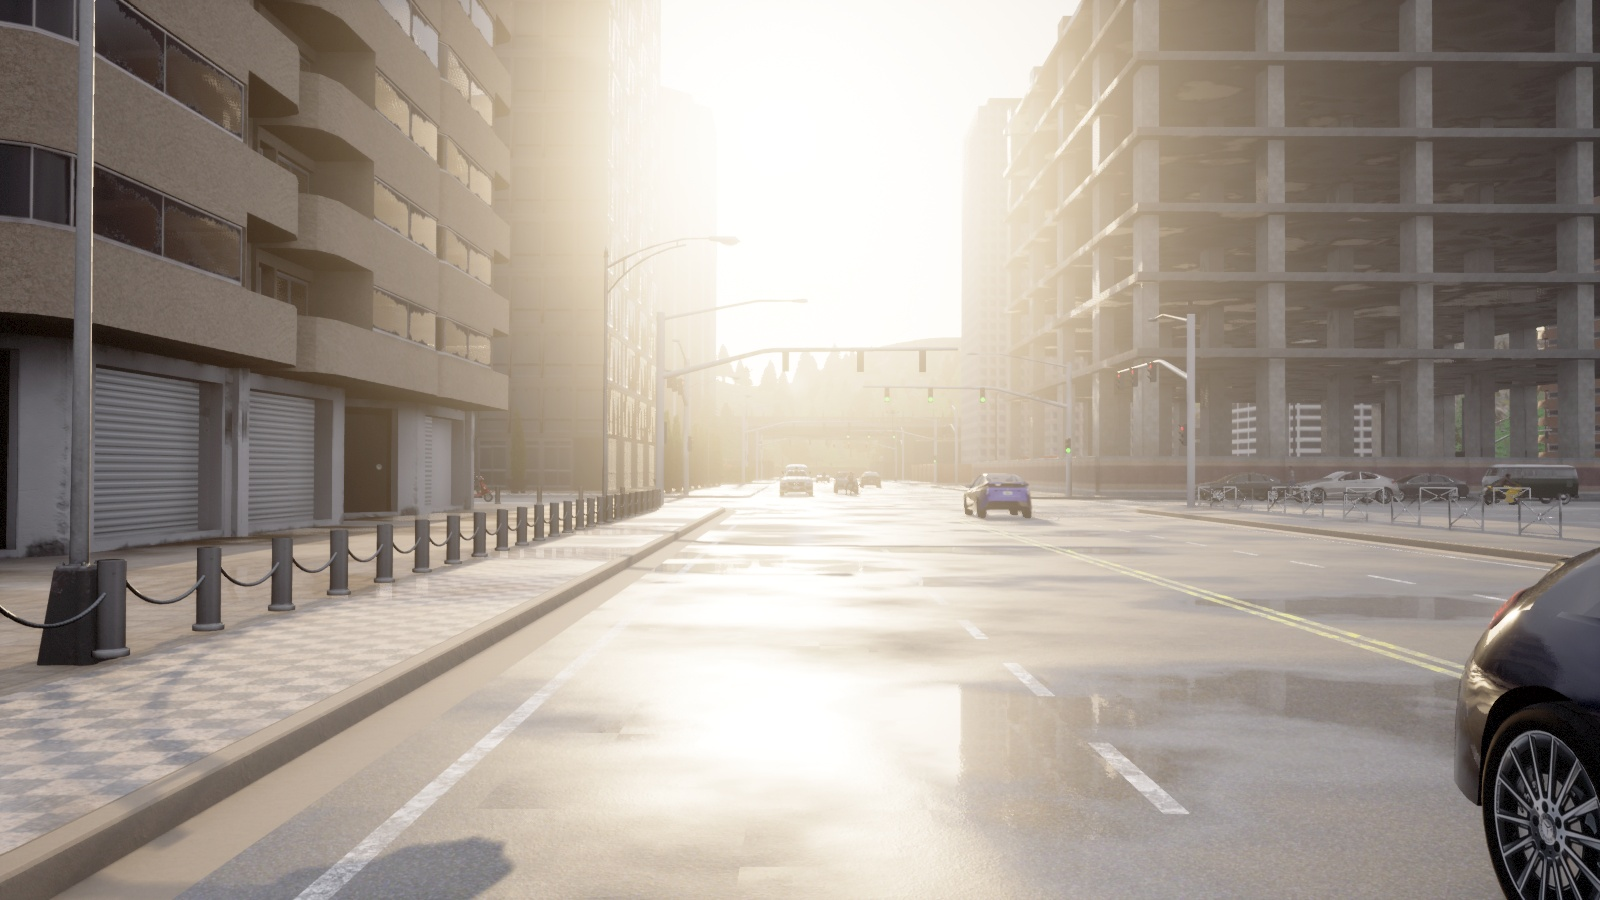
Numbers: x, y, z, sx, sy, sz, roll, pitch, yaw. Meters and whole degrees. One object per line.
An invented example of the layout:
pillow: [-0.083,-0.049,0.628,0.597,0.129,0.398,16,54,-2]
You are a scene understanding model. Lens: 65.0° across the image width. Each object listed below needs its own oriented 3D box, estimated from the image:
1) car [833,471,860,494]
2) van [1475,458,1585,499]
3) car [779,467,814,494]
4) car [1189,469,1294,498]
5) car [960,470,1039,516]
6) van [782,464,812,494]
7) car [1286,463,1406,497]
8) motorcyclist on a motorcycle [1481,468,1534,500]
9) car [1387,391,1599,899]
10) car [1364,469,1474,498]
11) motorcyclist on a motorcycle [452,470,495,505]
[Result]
car: [3.265,2.267,88.743,1.789,1.549,3.705,0,-1,0]
van: [36.441,1.418,62.785,4.442,1.987,1.775,0,-1,0]
car: [-0.211,1.928,79.617,2.152,1.651,5.027,0,-1,0]
car: [23.227,1.780,66.199,4.892,1.490,1.837,0,-1,0]
car: [6.884,1.468,43.832,2.007,1.525,4.514,0,-1,0]
van: [-0.235,2.027,88.835,2.069,2.038,4.480,0,-1,0]
car: [27.222,1.480,62.726,5.027,1.651,2.152,0,-1,0]
motorcyclist on a motorcycle: [33.387,1.600,59.263,2.044,1.523,0.797,0,-1,0]
car: [3.492,0.623,2.625,2.152,1.651,5.027,0,-1,0]
car: [32.643,1.743,66.259,4.892,1.490,1.837,0,-1,-1]
motorcyclist on a motorcycle: [-15.234,1.756,58.636,1.817,1.590,0.866,0,-1,0]
